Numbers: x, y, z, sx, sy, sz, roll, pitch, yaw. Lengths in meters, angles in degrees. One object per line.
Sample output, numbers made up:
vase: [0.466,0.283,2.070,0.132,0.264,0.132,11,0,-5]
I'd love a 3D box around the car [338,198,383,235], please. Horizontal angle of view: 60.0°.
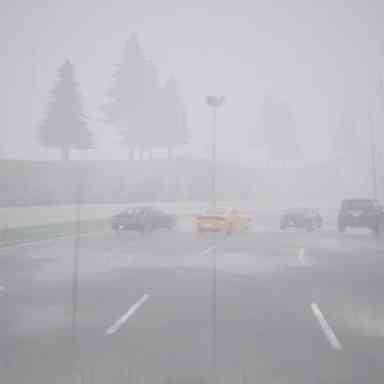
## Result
car: [10.714,1.423,20.827,2.150,2.045,5.566,0,-1,35]

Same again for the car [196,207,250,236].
car: [1.964,1.594,19.585,1.882,1.535,5.008,0,0,27]

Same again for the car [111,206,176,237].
car: [-2.568,1.563,18.835,2.128,1.511,4.902,0,0,24]

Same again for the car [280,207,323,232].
car: [7.095,1.698,21.518,1.812,1.442,4.674,0,-1,32]
